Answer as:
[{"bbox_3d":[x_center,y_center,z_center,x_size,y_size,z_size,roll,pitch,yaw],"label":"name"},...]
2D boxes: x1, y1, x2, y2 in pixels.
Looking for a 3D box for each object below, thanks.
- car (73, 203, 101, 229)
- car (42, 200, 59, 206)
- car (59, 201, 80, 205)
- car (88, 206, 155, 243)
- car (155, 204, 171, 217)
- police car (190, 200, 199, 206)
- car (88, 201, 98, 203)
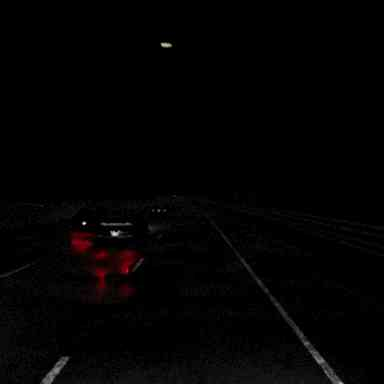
[{"bbox_3d":[-6.904,1.770,23.742,1.837,1.490,4.892,0,0,0],"label":"car"},{"bbox_3d":[-24.526,2.269,58.437,2.097,1.767,4.553,0,-1,0],"label":"car"},{"bbox_3d":[-21.028,2.393,58.436,1.882,1.535,5.008,0,-1,1],"label":"car"},{"bbox_3d":[-3.403,1.674,17.102,2.128,1.511,4.902,0,-1,0],"label":"car"},{"bbox_3d":[-3.406,2.025,36.677,2.033,1.411,5.357,0,-1,0],"label":"car"},{"bbox_3d":[1.036,3.208,95.637,1.930,1.638,5.238,0,-1,0],"label":"police car"},{"bbox_3d":[-17.531,2.420,58.518,1.837,1.490,4.892,0,-1,1],"label":"car"}]
